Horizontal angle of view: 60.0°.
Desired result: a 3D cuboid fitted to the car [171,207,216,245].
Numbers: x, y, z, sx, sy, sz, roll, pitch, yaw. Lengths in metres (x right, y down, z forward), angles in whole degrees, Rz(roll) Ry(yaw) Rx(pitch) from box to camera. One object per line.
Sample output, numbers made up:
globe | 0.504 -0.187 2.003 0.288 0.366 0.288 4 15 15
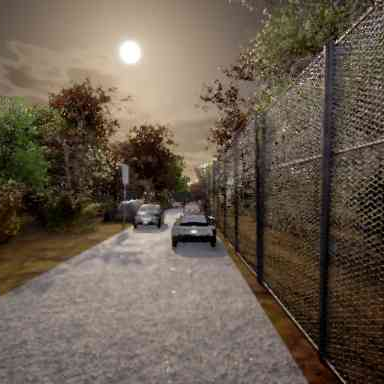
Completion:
car | 0.075 1.638 15.837 1.994 1.385 4.181 0 0 0

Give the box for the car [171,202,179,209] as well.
car | -2.805 2.614 63.822 1.994 1.385 4.181 0 -2 2

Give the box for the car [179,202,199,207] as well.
car | 0.005 1.865 34.272 2.033 1.411 5.357 0 -1 0

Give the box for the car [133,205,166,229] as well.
car | -2.894 1.643 23.165 2.128 1.511 4.902 0 -1 0
